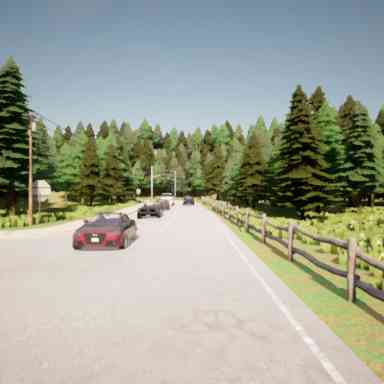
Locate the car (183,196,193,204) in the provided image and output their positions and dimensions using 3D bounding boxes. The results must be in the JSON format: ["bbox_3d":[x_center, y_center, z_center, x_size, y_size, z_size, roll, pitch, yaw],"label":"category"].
[{"bbox_3d":[-0.812,1.491,66.259,1.837,1.490,4.892,0,0,-1],"label":"car"}]

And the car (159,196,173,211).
[{"bbox_3d":[-3.728,1.556,40.973,1.994,1.385,4.181,0,0,-2],"label":"car"}]

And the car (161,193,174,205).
[{"bbox_3d":[-4.055,1.214,54.013,2.150,2.045,5.566,0,0,-1],"label":"car"}]

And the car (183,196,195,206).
[{"bbox_3d":[-0.545,1.515,55.961,1.812,1.442,4.674,0,0,-1],"label":"car"}]

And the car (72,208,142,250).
[{"bbox_3d":[-3.578,1.573,14.258,1.994,1.385,4.181,0,0,0],"label":"car"}]

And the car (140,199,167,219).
[{"bbox_3d":[-3.579,1.591,29.270,1.895,1.301,4.718,0,0,0],"label":"car"}]
